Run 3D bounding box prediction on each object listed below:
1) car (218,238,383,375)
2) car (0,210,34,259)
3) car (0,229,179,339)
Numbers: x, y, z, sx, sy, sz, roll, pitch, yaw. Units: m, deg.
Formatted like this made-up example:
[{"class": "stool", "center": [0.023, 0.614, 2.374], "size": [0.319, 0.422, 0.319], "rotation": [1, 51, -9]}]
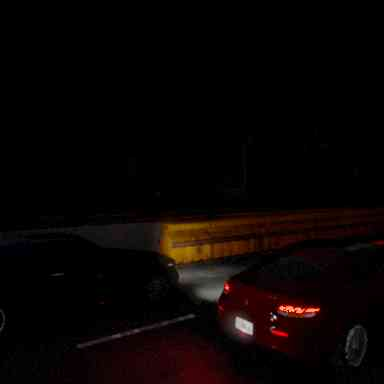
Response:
[{"class": "car", "center": [2.532, 1.524, 5.555], "size": [4.674, 1.442, 1.812], "rotation": [0, 0, -36]}, {"class": "car", "center": [-8.168, 1.478, 11.035], "size": [5.008, 1.535, 1.882], "rotation": [0, 0, -35]}, {"class": "car", "center": [-2.458, 1.525, 6.292], "size": [4.674, 1.442, 1.812], "rotation": [0, 0, -35]}]
